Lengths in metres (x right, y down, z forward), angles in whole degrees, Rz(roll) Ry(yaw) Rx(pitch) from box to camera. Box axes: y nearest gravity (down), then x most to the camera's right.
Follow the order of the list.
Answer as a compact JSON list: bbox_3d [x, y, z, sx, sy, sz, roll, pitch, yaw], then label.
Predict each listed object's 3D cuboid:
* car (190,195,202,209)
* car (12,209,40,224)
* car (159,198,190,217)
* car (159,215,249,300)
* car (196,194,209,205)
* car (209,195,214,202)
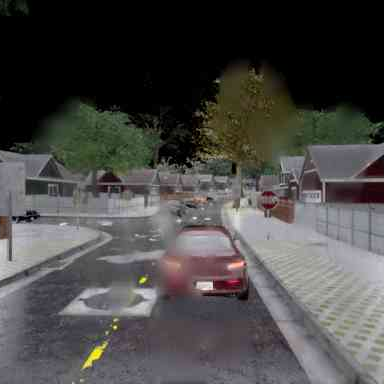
[{"bbox_3d":[-0.271,1.444,43.432,2.033,1.411,5.357,0,0,6],"label":"car"},{"bbox_3d":[-12.530,1.361,21.657,4.718,1.301,1.895,1,0,3],"label":"car"},{"bbox_3d":[-1.694,1.479,30.738,1.837,1.490,4.892,0,0,8],"label":"car"},{"bbox_3d":[0.282,1.526,8.293,1.812,1.442,4.674,0,0,1],"label":"car"},{"bbox_3d":[1.143,1.163,54.672,2.097,1.767,4.553,0,1,8],"label":"car"},{"bbox_3d":[3.462,1.294,69.313,1.895,1.301,4.718,0,1,9],"label":"car"}]
